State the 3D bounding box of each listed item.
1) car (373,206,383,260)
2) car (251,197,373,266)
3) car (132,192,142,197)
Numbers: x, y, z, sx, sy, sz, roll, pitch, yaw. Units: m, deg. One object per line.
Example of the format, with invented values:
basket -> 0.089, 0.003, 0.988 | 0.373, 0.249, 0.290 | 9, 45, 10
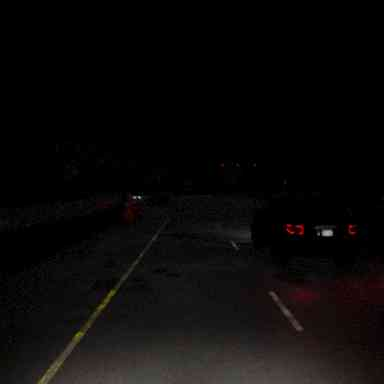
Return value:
car -> 7.050, 1.292, 12.367 | 2.097, 1.767, 4.553 | 0, 0, 0
car -> 3.551, 1.166, 11.470 | 2.150, 2.045, 5.566 | 0, 0, -1
car -> -14.881, 0.688, 91.975 | 2.033, 1.411, 5.357 | 0, 1, -3
